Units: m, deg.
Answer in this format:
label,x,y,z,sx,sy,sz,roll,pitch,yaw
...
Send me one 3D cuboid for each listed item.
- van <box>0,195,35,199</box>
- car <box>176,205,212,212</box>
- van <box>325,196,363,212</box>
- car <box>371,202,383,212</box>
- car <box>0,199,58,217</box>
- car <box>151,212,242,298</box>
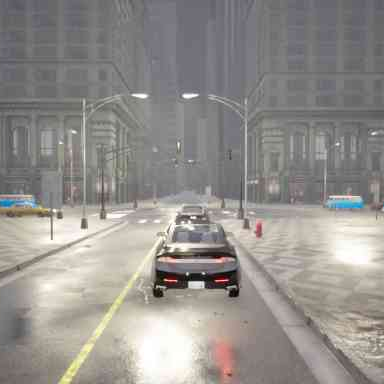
label,x,y,z,sx,sy,sz,roll,pitch,yaw
van,-20.286,1.229,38.443,3.998,1.788,1.690,0,1,0
car,0.079,1.511,18.994,1.837,1.490,4.892,0,0,2
van,17.698,1.352,38.657,3.998,1.788,1.690,0,1,0
car,23.222,1.576,38.687,4.507,1.381,1.887,0,1,0
car,-14.674,1.569,29.945,4.829,1.417,1.752,0,1,0
car,0.086,1.491,8.520,2.128,1.511,4.902,0,0,0
